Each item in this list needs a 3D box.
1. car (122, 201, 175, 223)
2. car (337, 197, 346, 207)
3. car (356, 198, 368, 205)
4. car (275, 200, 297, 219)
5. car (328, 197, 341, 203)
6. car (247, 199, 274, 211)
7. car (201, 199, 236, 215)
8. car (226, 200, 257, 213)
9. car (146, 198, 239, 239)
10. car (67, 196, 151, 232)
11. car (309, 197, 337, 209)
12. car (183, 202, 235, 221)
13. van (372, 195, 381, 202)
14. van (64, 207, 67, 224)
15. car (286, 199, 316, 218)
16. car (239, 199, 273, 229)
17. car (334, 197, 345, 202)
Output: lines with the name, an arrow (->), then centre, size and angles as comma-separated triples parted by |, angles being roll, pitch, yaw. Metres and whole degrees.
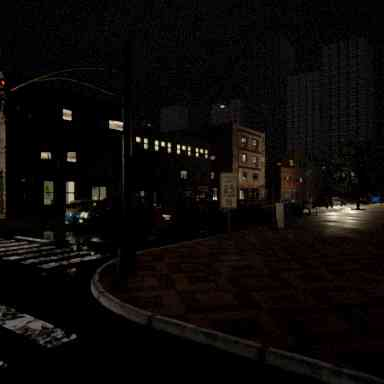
car -> -3.446, 1.530, 27.082 | 1.967, 1.590, 4.097 | -1, -1, 35
car -> 25.403, 1.829, 57.825 | 1.895, 1.301, 4.718 | 0, 0, 36
car -> 32.111, 1.801, 62.830 | 2.008, 1.369, 4.403 | -1, -1, 35
car -> 6.588, 1.616, 26.753 | 1.887, 1.381, 4.507 | -1, -1, 35
car -> 34.840, 1.915, 81.196 | 2.008, 1.369, 4.403 | -1, -1, 35
car -> 9.316, 1.722, 45.120 | 2.008, 1.369, 4.403 | -1, -1, 35
car -> 2.935, 1.569, 36.102 | 1.967, 1.590, 4.097 | -1, -1, 35
car -> 6.125, 1.701, 40.610 | 2.008, 1.369, 4.403 | -1, -1, 35
car -> 0.205, 1.349, 17.736 | 2.192, 1.841, 5.009 | -1, -1, 35
car -> -4.633, 1.281, 20.916 | 2.150, 2.045, 5.566 | 0, 0, 35
car -> 19.536, 1.536, 49.533 | 2.097, 1.767, 4.553 | 0, 0, 35
car -> 1.648, 1.644, 29.789 | 2.033, 1.411, 5.357 | 0, 0, 35
van -> 44.872, 1.694, 80.871 | 1.690, 1.788, 3.998 | -1, -1, 35
van -> -6.637, 1.413, 22.573 | 1.690, 1.788, 3.998 | -1, 0, 35
car -> 9.778, 1.657, 31.263 | 1.947, 1.339, 4.313 | -1, -1, 35
car -> 3.396, 1.367, 22.245 | 2.192, 1.841, 5.009 | -1, -1, 35
car -> 38.030, 1.936, 85.706 | 1.887, 1.381, 4.507 | -1, -1, 35
